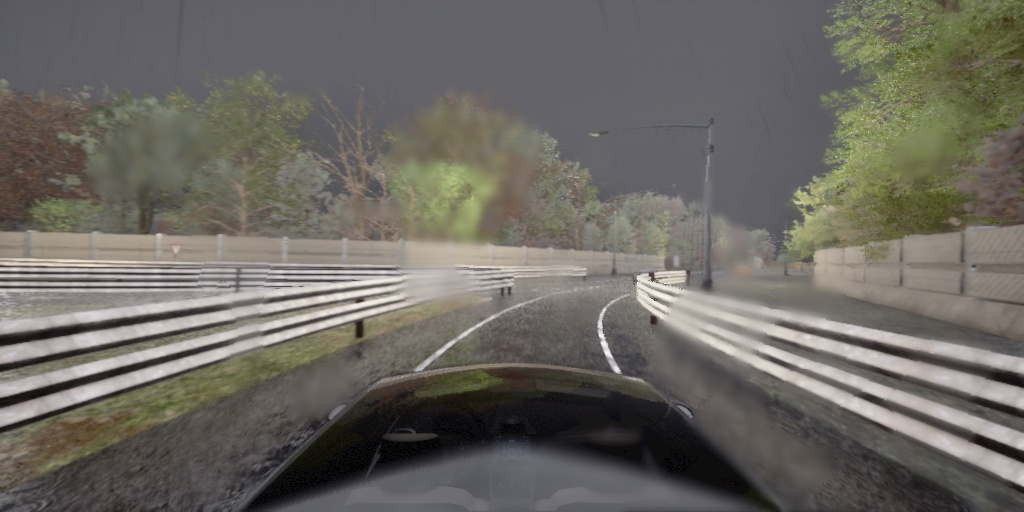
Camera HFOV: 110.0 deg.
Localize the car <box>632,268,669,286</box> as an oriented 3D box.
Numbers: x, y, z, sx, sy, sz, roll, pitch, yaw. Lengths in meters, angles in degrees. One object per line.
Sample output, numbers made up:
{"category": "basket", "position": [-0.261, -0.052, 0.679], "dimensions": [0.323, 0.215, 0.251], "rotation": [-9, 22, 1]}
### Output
{"category": "car", "position": [11.673, 1.717, 30.028], "dimensions": [2.128, 1.511, 4.902], "rotation": [1, -1, 40]}
